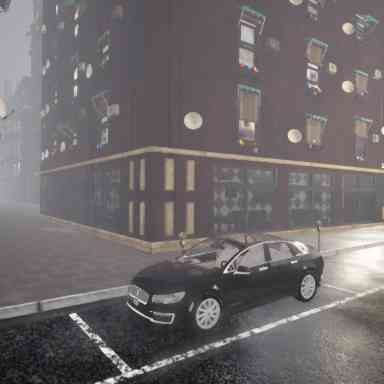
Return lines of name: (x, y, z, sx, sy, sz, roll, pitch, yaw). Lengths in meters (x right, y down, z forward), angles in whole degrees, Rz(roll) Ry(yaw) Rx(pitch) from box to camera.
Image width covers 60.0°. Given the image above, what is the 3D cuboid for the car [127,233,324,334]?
car: (0.871, 1.552, 6.669, 4.403, 1.369, 2.008, 0, 1, -35)
